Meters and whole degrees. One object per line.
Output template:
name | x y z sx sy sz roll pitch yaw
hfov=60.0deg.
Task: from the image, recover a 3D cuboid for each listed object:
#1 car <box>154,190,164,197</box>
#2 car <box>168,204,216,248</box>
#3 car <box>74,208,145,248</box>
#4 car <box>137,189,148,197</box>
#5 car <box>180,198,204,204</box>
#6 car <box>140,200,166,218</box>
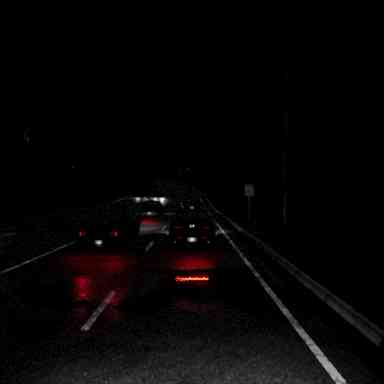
car | -6.998 0.342 70.407 1.895 1.301 4.718 0 3 0
car | 0.001 1.500 14.671 1.837 1.490 4.892 0 0 0
car | -3.499 1.600 14.701 1.895 1.301 4.718 0 0 0
car | -10.498 0.223 70.431 1.882 1.535 5.008 0 3 0
car | 0.001 1.337 29.660 2.097 1.767 4.553 0 0 0
car | -3.499 1.486 29.691 1.837 1.490 4.892 0 0 0
